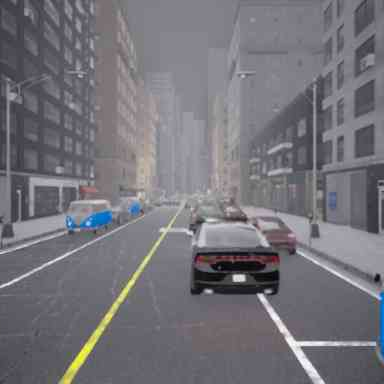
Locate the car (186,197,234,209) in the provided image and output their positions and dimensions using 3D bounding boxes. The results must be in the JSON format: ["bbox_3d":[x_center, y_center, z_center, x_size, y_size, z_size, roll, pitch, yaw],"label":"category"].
[{"bbox_3d":[0.888,1.367,18.757,2.097,1.767,4.553,0,0,0],"label":"car"}]

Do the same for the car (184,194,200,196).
[{"bbox_3d":[-0.038,1.567,59.129,1.837,1.490,4.892,0,0,0],"label":"car"}]

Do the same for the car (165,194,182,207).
[{"bbox_3d":[-3.110,1.406,53.722,2.097,1.767,4.553,0,0,0],"label":"car"}]

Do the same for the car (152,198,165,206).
[{"bbox_3d":[-5.707,1.641,57.118,1.802,1.307,4.206,0,0,0],"label":"car"}]

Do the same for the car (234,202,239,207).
[{"bbox_3d":[2.841,1.603,24.114,1.802,1.307,4.206,0,0,0],"label":"car"}]

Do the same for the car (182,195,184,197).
[{"bbox_3d":[-3.043,1.578,66.785,1.837,1.490,4.892,0,0,0],"label":"car"}]

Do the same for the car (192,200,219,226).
[{"bbox_3d":[0.884,1.477,24.977,1.801,1.575,5.366,0,0,0],"label":"car"}]

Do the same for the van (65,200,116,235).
[{"bbox_3d":[-5.682,1.357,18.609,1.690,1.788,3.998,0,0,0],"label":"van"}]

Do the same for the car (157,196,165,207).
[{"bbox_3d":[-5.703,1.618,51.616,1.947,1.339,4.313,0,0,0],"label":"car"}]

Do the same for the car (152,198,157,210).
[{"bbox_3d":[-5.695,1.620,40.614,1.802,1.307,4.206,0,0,0],"label":"car"}]

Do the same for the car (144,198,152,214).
[{"bbox_3d":[-5.692,1.598,35.112,1.947,1.339,4.313,0,0,0],"label":"car"}]

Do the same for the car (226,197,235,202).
[{"bbox_3d":[2.837,1.341,29.616,2.192,1.841,5.009,0,0,0],"label":"car"}]

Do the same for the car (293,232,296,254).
[{"bbox_3d":[2.848,1.593,13.112,1.802,1.307,4.206,0,0,0],"label":"car"}]

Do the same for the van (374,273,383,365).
[{"bbox_3d":[2.855,1.343,2.110,1.690,1.788,3.998,0,0,0],"label":"van"}]

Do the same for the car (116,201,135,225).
[{"bbox_3d":[-5.685,1.572,24.109,2.008,1.369,4.403,0,0,0],"label":"car"}]

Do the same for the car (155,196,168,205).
[{"bbox_3d":[-5.710,1.506,62.619,1.967,1.590,4.097,0,0,0],"label":"car"}]

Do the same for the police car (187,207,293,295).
[{"bbox_3d":[0.894,1.433,8.897,1.930,1.638,5.238,0,0,0],"label":"police car"}]

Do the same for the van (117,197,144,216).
[{"bbox_3d":[-5.689,1.367,29.611,1.690,1.788,3.998,0,0,0],"label":"van"}]

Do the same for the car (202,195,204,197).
[{"bbox_3d":[2.822,1.602,51.622,2.008,1.369,4.403,0,0,0],"label":"car"}]

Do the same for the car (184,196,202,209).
[{"bbox_3d":[-0.015,1.609,45.507,1.994,1.385,4.181,0,0,0],"label":"car"}]
